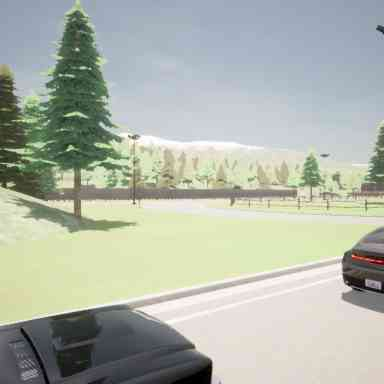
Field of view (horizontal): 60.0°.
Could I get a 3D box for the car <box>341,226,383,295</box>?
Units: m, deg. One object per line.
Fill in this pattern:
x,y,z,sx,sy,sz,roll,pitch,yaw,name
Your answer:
5.425,1.505,7.714,4.892,1.490,1.837,0,0,-35,car

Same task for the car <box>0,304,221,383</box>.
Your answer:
-2.071,1.601,2.272,4.718,1.301,1.895,0,0,-35,car
